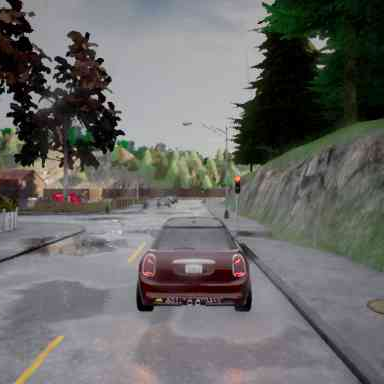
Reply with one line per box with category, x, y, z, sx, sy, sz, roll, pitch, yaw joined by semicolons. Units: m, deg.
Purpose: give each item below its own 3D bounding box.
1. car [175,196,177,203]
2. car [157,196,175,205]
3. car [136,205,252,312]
car;-4.064;1.521;59.090;1.812;1.442;4.674;0;0;0
car;-4.087;1.487;49.060;2.128;1.511;4.902;0;0;0
car;0.055;1.351;7.891;2.097;1.767;4.553;0;0;1
